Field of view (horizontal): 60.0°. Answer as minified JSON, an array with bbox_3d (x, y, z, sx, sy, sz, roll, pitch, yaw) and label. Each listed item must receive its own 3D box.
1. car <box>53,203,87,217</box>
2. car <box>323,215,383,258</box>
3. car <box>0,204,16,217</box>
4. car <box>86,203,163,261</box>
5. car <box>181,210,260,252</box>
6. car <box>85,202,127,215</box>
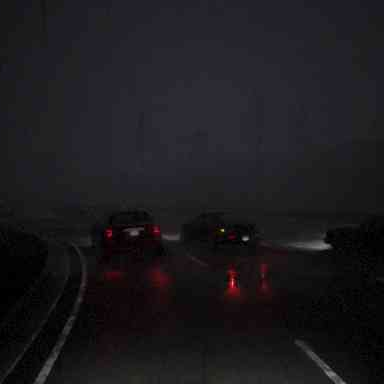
[{"bbox_3d":[-12.606,1.908,35.860,5.357,1.411,2.033,-2,0,30],"label":"car"},{"bbox_3d":[6.260,1.353,9.712,2.033,1.411,5.357,-2,0,-17],"label":"car"},{"bbox_3d":[-21.699,2.125,36.905,4.902,1.511,2.128,-2,0,29],"label":"car"},{"bbox_3d":[-2.727,1.426,13.075,2.097,1.767,4.553,-2,0,-22],"label":"car"},{"bbox_3d":[1.023,1.487,13.859,1.812,1.442,4.674,-1,0,-22],"label":"car"},{"bbox_3d":[-9.868,1.877,37.996,4.718,1.301,1.895,-2,0,33],"label":"car"}]
